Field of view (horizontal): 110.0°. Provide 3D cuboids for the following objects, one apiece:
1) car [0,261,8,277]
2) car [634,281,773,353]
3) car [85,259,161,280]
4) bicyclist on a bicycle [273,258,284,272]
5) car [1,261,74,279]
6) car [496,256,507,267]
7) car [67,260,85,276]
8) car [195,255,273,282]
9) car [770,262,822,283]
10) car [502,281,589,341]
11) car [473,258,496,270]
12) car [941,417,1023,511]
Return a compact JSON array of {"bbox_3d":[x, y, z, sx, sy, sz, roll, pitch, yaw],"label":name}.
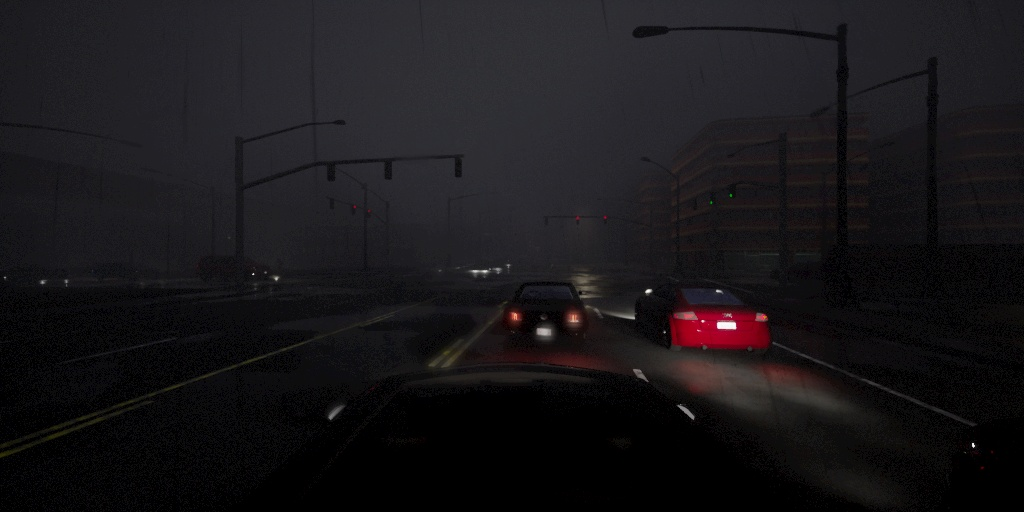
[{"bbox_3d":[-51.168,1.273,35.244,4.674,1.442,1.812,0,0,35],"label":"car"},{"bbox_3d":[4.400,1.313,8.915,1.994,1.385,4.181,0,0,7],"label":"car"},{"bbox_3d":[-32.447,1.225,30.242,5.008,1.535,1.882,0,0,7],"label":"car"},{"bbox_3d":[-26.420,1.050,40.582,0.582,1.620,1.656,0,0,7],"label":"bicyclist on a bicycle"},{"bbox_3d":[-41.854,1.349,31.567,4.718,1.301,1.895,0,0,12],"label":"car"},{"bbox_3d":[-2.533,1.059,58.559,1.895,1.301,4.718,0,1,8],"label":"car"},{"bbox_3d":[-40.256,1.348,34.977,4.718,1.301,1.895,0,0,9],"label":"car"},{"bbox_3d":[-22.511,0.969,29.071,5.566,2.045,2.150,0,0,7],"label":"car"},{"bbox_3d":[22.803,1.225,27.591,5.008,1.535,1.882,0,0,7],"label":"car"},{"bbox_3d":[0.996,1.350,9.915,1.895,1.301,4.718,0,0,8],"label":"car"},{"bbox_3d":[-3.880,1.172,48.705,1.994,1.385,4.181,0,1,8],"label":"car"},{"bbox_3d":[3.640,1.242,0.203,2.128,1.511,4.902,0,0,1],"label":"car"}]
